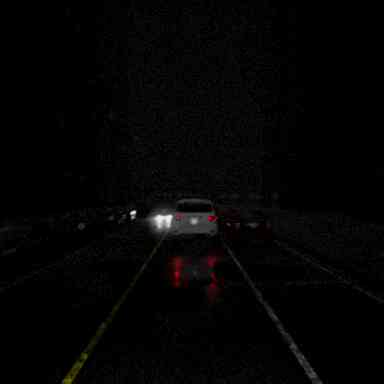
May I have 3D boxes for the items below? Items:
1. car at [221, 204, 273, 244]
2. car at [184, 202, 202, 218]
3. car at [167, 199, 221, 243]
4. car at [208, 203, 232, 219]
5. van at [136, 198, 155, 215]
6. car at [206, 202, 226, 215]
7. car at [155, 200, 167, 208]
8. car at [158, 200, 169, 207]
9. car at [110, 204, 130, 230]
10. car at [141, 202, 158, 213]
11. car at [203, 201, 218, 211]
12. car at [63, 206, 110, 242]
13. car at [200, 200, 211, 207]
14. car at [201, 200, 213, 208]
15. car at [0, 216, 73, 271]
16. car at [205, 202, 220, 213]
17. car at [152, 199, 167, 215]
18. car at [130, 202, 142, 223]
[{"bbox_3d":[2.757,1.598,16.852,1.967,1.590,4.097,0,-1,0],"label":"car"},{"bbox_3d":[0.098,1.842,35.870,1.882,1.535,5.008,0,-1,0],"label":"car"},{"bbox_3d":[0.099,1.382,17.305,2.150,2.045,5.566,0,-1,0],"label":"car"},{"bbox_3d":[2.756,1.892,33.859,2.008,1.369,4.403,0,-1,0],"label":"car"},{"bbox_3d":[-5.770,1.747,39.559,1.690,1.788,3.998,0,-1,0],"label":"van"},{"bbox_3d":[2.756,1.956,39.527,2.008,1.369,4.403,0,-1,0],"label":"car"},{"bbox_3d":[-5.771,2.260,62.231,1.947,1.339,4.313,-1,-1,0],"label":"car"},{"bbox_3d":[-5.771,2.325,67.900,2.008,1.369,4.403,-1,-1,0],"label":"car"},{"bbox_3d":[-5.769,1.657,22.551,1.967,1.590,4.097,0,-1,0],"label":"car"},{"bbox_3d":[-5.768,2.054,45.225,1.802,1.307,4.206,0,-1,0],"label":"car"},{"bbox_3d":[2.755,2.093,50.864,2.008,1.369,4.403,-1,-1,0],"label":"car"},{"bbox_3d":[-5.768,1.598,16.881,1.967,1.590,4.097,0,-1,0],"label":"car"},{"bbox_3d":[2.754,2.340,67.870,1.947,1.339,4.313,-1,-1,0],"label":"car"},{"bbox_3d":[2.754,2.239,62.202,1.887,1.381,4.507,-1,-1,0],"label":"car"},{"bbox_3d":[-5.767,1.683,11.213,1.802,1.307,4.206,0,-1,0],"label":"car"},{"bbox_3d":[2.756,2.054,45.195,1.802,1.307,4.206,-1,-1,0],"label":"car"},{"bbox_3d":[-3.093,1.896,39.397,2.128,1.511,4.902,0,-1,0],"label":"car"},{"bbox_3d":[-5.768,1.830,28.219,2.008,1.369,4.403,0,-1,0],"label":"car"}]
